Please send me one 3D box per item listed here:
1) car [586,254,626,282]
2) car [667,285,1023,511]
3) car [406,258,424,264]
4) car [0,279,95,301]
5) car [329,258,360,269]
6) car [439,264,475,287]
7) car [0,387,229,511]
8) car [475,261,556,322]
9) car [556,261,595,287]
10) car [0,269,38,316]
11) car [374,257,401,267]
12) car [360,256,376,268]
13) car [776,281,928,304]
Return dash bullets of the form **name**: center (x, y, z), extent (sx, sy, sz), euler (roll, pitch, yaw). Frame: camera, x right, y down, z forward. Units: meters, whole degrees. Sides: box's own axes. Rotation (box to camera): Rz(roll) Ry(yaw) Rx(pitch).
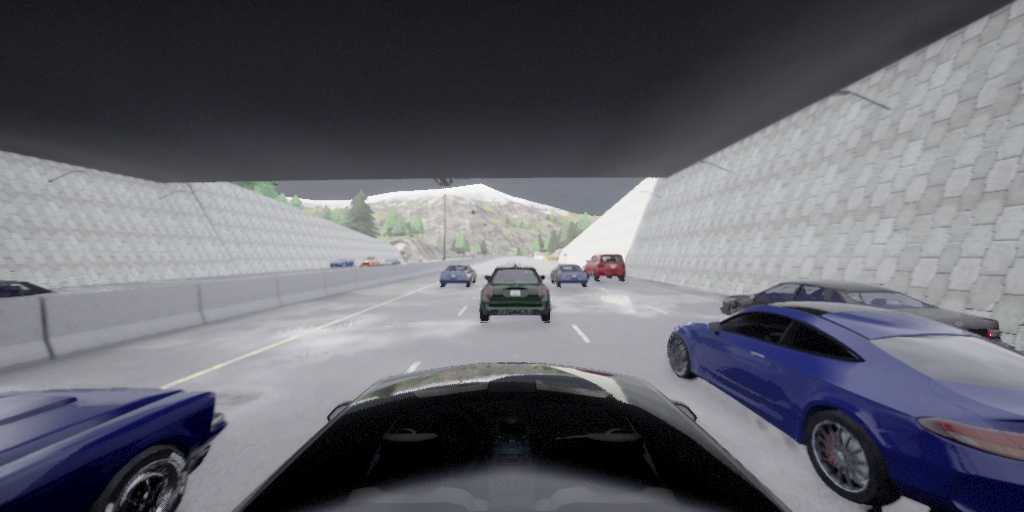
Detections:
- **car**: center (7.106, 0.857, 27.840), extent (2.150, 2.045, 5.566), euler (0, 0, 0)
- **car**: center (3.588, 1.265, 4.252), extent (1.812, 1.442, 4.674), euler (0, 0, 0)
- **car**: center (-14.034, 1.054, 52.186), extent (1.812, 1.442, 4.674), euler (0, 0, 0)
- **car**: center (-14.103, 1.318, 9.072), extent (1.895, 1.301, 4.718), euler (0, 0, 0)
- **car**: center (-24.525, 1.006, 52.014), extent (1.882, 1.535, 5.008), euler (0, 0, 1)
- **car**: center (-3.398, 1.203, 23.260), extent (2.033, 1.411, 5.357), euler (0, 0, 0)
- **car**: center (-3.408, 1.354, 0.950), extent (1.895, 1.301, 4.718), euler (0, 0, 0)
- **car**: center (0.096, 1.056, 12.248), extent (2.097, 1.767, 4.553), euler (0, 0, 0)
- **car**: center (3.603, 1.204, 23.259), extent (2.033, 1.411, 5.357), euler (0, 0, 0)
- **car**: center (-17.602, 1.217, 10.168), extent (1.837, 1.490, 4.892), euler (0, 0, 0)
- **car**: center (-17.531, 1.077, 51.752), extent (2.033, 1.411, 5.357), euler (0, 0, 1)
- **car**: center (-21.022, 0.873, 53.681), extent (2.097, 1.767, 4.553), euler (0, 0, 1)
- **car**: center (7.094, 1.270, 8.221), extent (2.033, 1.411, 5.357), euler (0, 0, 0)
